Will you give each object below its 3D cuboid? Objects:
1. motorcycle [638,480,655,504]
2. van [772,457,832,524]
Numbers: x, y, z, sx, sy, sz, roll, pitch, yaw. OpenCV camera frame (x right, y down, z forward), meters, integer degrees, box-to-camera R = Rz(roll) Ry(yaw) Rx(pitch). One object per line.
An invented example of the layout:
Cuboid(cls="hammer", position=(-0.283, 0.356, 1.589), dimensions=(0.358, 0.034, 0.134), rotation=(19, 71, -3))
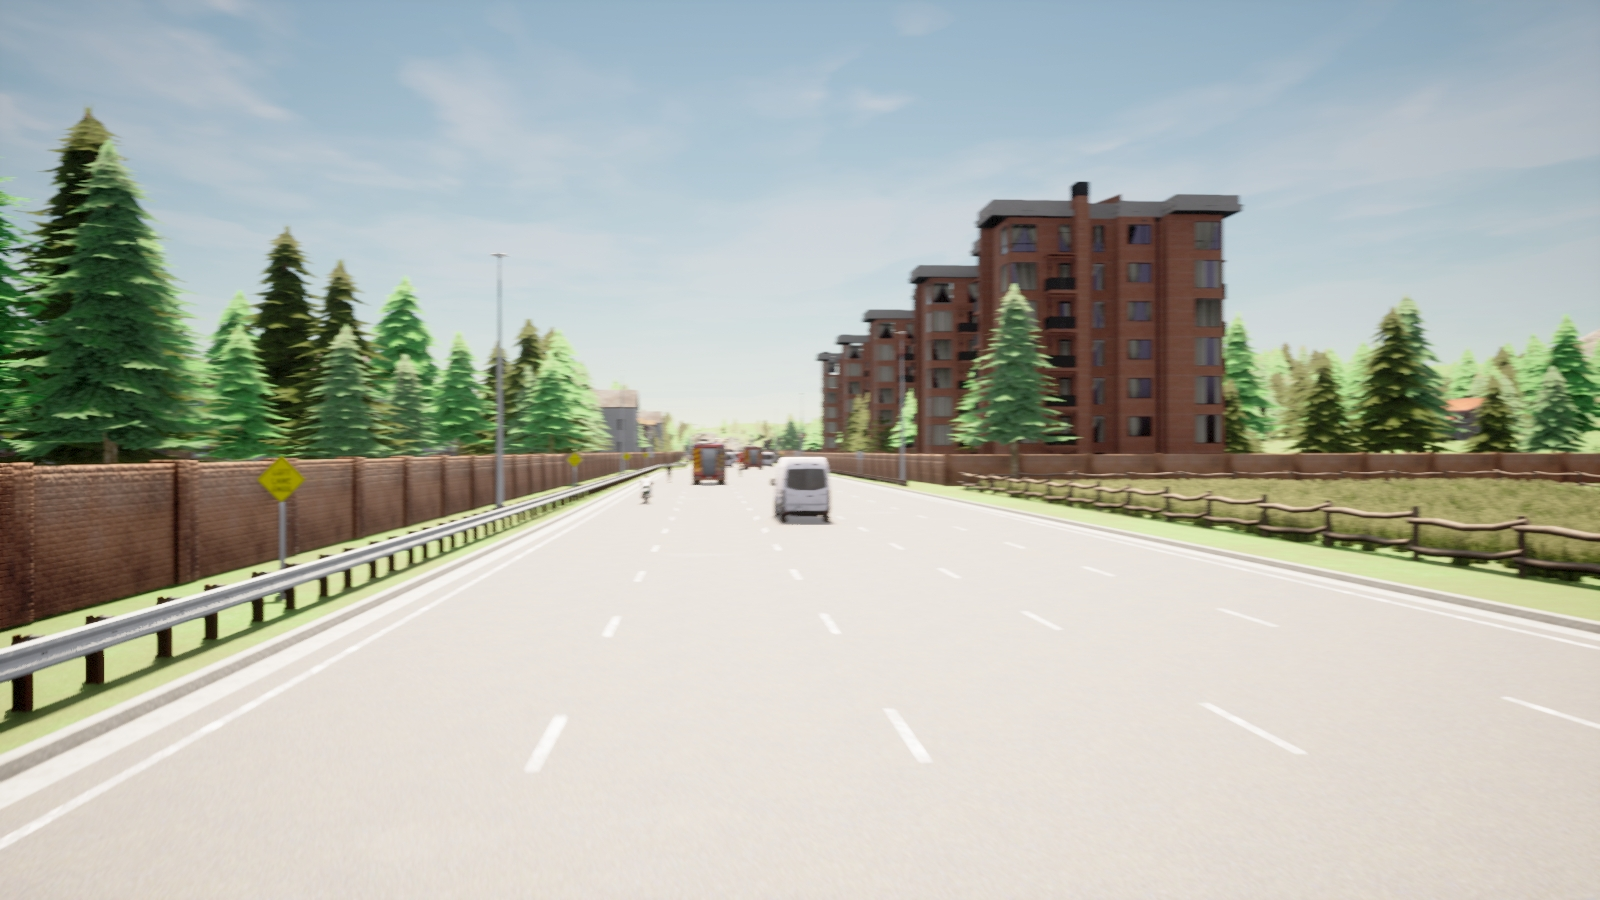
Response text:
Cuboid(cls="motorcycle", position=(-8.215, 2.248, 61.176), dimensions=(0.803, 1.199, 2.033), rotation=(0, 0, -5))
Cuboid(cls="van", position=(0.006, 1.565, 46.736), dimensions=(1.988, 2.561, 5.915), rotation=(0, 0, -5))
